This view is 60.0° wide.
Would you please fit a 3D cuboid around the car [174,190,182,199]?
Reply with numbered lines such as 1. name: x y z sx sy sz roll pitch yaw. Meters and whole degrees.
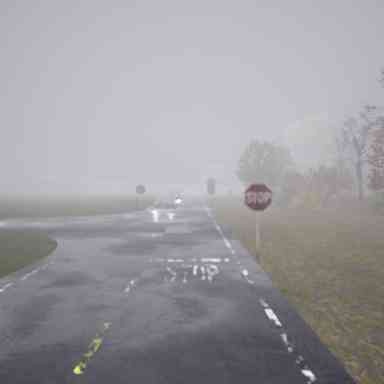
1. car: -2.694 0.495 56.574 2.128 1.511 4.902 0 2 0

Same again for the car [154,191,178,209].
1. car: -2.721 0.964 33.754 1.812 1.442 4.674 0 2 1
